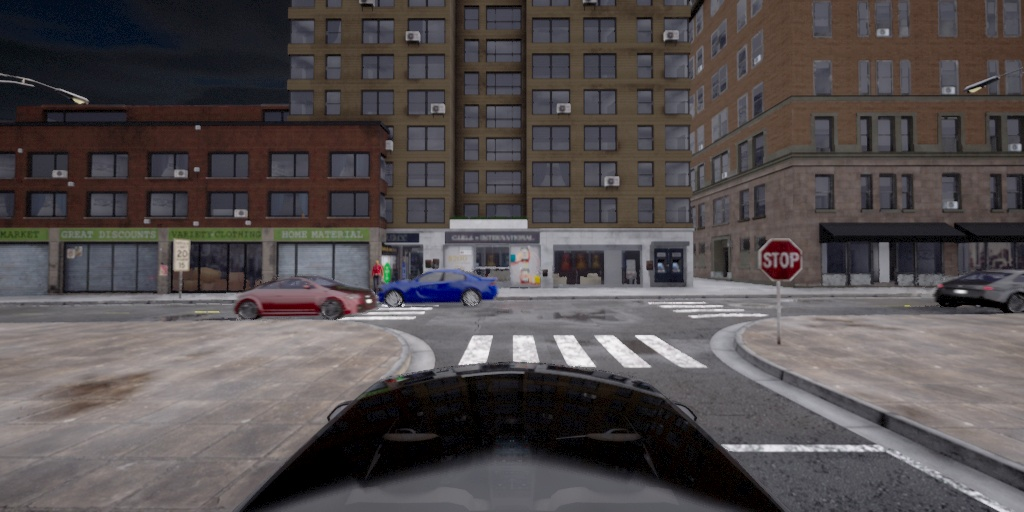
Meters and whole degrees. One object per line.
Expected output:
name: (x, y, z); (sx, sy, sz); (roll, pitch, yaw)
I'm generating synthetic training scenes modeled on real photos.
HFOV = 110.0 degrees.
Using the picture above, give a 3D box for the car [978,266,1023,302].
car: (22.880, 1.123, 14.880); (4.674, 1.442, 1.812); (0, -1, 0)

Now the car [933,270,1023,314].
car: (17.002, 1.147, 11.978); (4.181, 1.385, 1.994); (0, -1, 0)

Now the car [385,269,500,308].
car: (-3.033, 1.305, 15.057); (5.008, 1.535, 1.882); (-1, -1, 0)

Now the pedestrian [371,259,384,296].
pedestrian: (-6.787, 1.068, 17.997); (0.375, 1.860, 0.375); (0, -1, 0)

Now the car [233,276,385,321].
car: (-6.842, 1.368, 12.130); (4.181, 1.385, 1.994); (-1, -1, 0)
